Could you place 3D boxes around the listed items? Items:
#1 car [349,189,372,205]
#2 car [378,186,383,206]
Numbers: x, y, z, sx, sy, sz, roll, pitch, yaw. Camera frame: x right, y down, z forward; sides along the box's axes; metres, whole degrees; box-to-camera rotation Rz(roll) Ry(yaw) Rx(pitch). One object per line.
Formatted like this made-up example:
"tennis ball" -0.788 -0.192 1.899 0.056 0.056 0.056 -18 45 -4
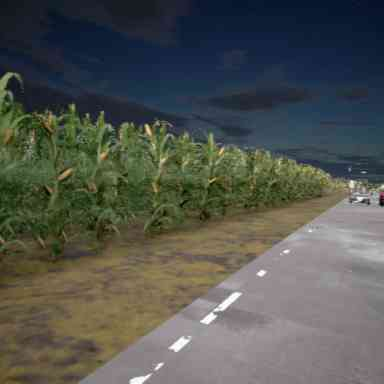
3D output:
"car" 17.418 0.445 34.401 2.128 1.511 4.902 4 3 28
"car" 19.525 0.368 32.379 2.150 2.045 5.566 4 3 28
